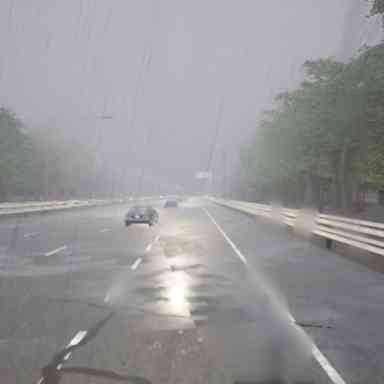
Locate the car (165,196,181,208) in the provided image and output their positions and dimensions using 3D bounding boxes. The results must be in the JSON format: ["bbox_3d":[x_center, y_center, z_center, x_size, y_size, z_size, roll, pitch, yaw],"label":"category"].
[{"bbox_3d":[-3.378,1.805,55.182,1.882,1.535,5.008,0,0,0],"label":"car"}]

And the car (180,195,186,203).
[{"bbox_3d":[-3.178,2.065,84.358,1.837,1.490,4.892,0,0,0],"label":"car"}]

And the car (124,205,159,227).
[{"bbox_3d":[-3.490,1.638,23.681,2.033,1.411,5.357,0,0,0],"label":"car"}]
